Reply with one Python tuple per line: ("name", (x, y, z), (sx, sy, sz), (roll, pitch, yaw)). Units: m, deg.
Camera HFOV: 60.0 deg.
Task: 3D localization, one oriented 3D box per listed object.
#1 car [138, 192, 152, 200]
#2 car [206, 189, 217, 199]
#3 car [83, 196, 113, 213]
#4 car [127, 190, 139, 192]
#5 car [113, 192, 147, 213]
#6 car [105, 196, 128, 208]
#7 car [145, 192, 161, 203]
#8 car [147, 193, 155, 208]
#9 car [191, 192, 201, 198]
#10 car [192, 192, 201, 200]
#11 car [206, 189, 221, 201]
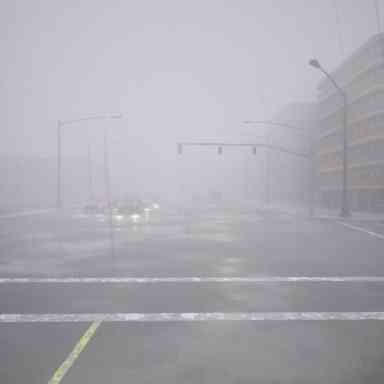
("car", (-9.638, 0.802, 68.559), (2.128, 1.511, 4.902), (0, 1, 0))
("car", (4.383, 0.428, 75.739), (2.150, 2.045, 5.566), (0, 1, 0))
("car", (-9.835, 1.225, 34.932), (2.097, 1.767, 4.553), (0, 1, 0))
("car", (-9.765, 0.786, 54.231), (2.150, 2.045, 5.566), (0, 1, 0))
("car", (-6.337, 1.226, 34.590), (2.097, 1.767, 4.553), (0, 1, 0))
("car", (-9.810, 1.314, 43.575), (1.994, 1.385, 4.181), (0, 1, 0))
("car", (-6.265, 1.039, 55.161), (2.128, 1.511, 4.902), (0, 1, 0))
("car", (-6.310, 1.277, 43.472), (1.812, 1.442, 4.674), (0, 1, 0))
("car", (0.883, 0.649, 75.841), (2.033, 1.411, 5.357), (0, 1, 0))
("car", (0.854, 0.959, 65.865), (1.895, 1.301, 4.718), (0, 1, 0))
("car", (4.453, 0.593, 65.123), (2.150, 2.045, 5.566), (0, 1, 0))
